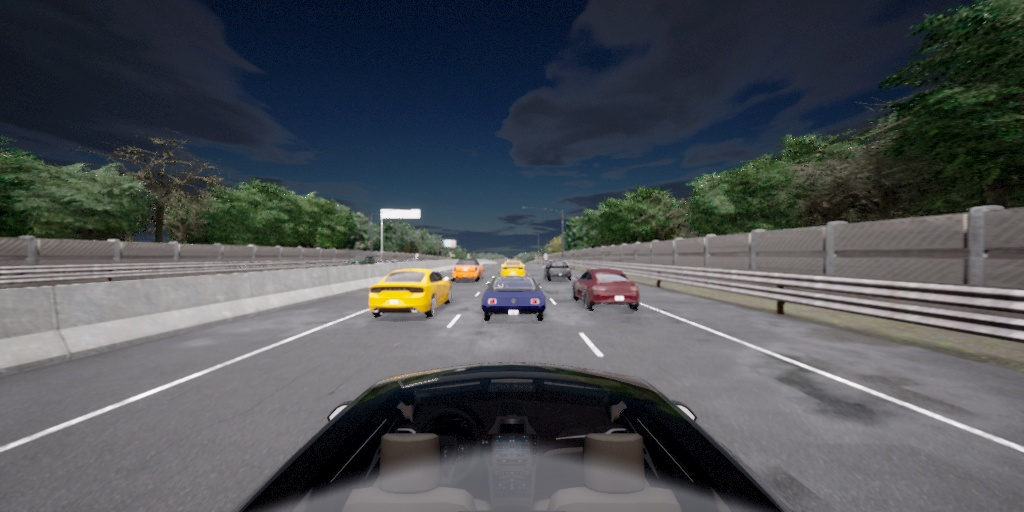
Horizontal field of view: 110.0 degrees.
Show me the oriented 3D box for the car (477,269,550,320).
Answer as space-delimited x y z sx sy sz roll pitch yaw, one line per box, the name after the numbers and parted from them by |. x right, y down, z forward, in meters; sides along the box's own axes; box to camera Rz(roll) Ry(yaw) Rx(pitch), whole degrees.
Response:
0.065 1.307 12.386 1.895 1.301 4.718 0 0 0 | car

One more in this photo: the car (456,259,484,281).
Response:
-3.421 1.018 28.563 2.097 1.767 4.553 0 0 0 | car

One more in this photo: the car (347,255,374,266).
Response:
-21.052 0.879 50.400 2.150 2.045 5.566 0 0 0 | car

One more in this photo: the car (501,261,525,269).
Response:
0.089 1.142 30.379 1.882 1.535 5.008 0 0 0 | car

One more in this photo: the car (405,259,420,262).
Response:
-14.060 1.149 50.517 2.128 1.511 4.902 0 0 0 | car

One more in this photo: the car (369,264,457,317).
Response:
-3.430 1.183 12.952 1.882 1.535 5.008 0 0 0 | car

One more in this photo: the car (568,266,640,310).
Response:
3.577 1.226 14.183 1.812 1.442 4.674 0 0 0 | car

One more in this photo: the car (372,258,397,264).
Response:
-17.557 1.259 50.721 1.895 1.301 4.718 0 0 0 | car

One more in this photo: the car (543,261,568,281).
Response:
3.581 1.159 28.836 2.128 1.511 4.902 0 0 0 | car
